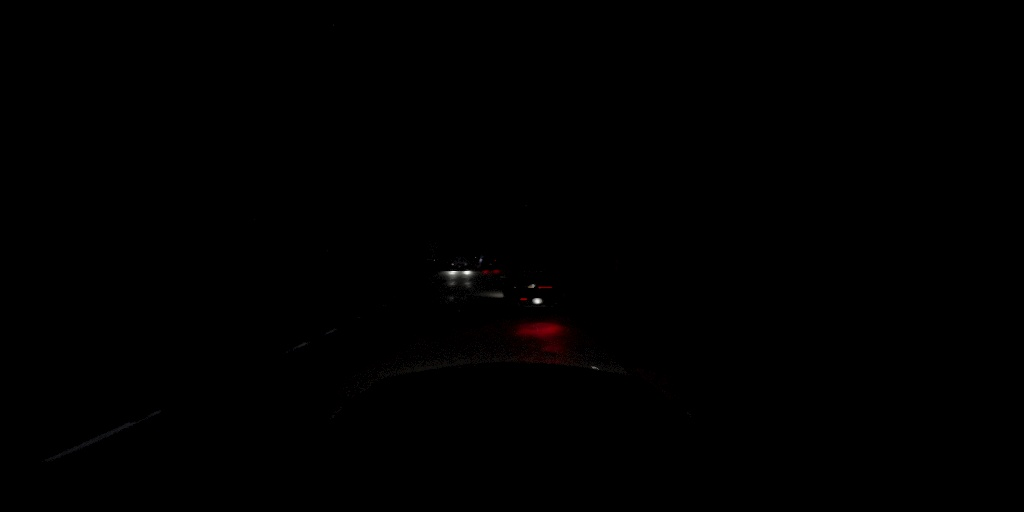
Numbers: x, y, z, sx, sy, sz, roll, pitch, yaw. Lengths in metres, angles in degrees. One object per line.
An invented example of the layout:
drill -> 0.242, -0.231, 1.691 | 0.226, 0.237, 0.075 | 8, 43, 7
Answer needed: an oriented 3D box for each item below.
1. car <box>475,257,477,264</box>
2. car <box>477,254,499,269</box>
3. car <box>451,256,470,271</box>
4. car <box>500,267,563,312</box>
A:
car -> -4.234, 0.454, 52.288 | 2.033, 1.411, 5.357 | -1, 2, -13
car -> -2.611, 0.663, 41.752 | 2.128, 1.511, 4.902 | -1, 1, -7
car -> -5.544, 0.782, 38.689 | 1.812, 1.442, 4.674 | 0, 1, -5
car -> 0.645, 1.134, 13.563 | 1.837, 1.490, 4.892 | -1, 1, -4
